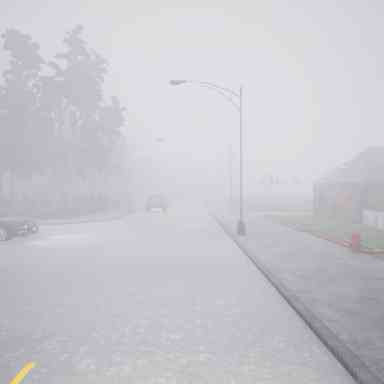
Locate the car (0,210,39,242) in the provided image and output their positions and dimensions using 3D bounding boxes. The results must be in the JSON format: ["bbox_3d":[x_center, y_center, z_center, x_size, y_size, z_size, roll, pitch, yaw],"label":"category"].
[{"bbox_3d":[-9.841,1.505,15.824,4.892,1.490,1.837,0,0,3],"label":"car"}]

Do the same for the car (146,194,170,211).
[{"bbox_3d":[-4.227,1.221,40.326,2.150,2.045,5.566,0,0,0],"label":"car"}]
